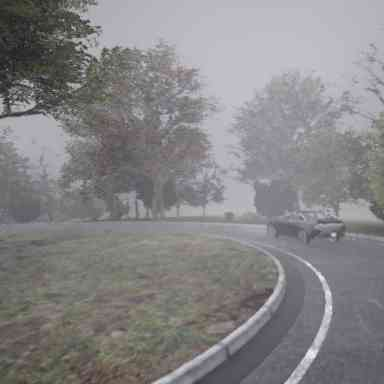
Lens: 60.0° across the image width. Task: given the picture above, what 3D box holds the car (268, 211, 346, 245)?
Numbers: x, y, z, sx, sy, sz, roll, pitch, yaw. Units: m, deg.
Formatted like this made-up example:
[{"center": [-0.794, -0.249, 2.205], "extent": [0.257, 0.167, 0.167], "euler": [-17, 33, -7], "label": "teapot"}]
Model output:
[{"center": [5.605, 1.717, 16.976], "extent": [2.128, 1.511, 4.902], "euler": [0, -1, -15], "label": "car"}]
